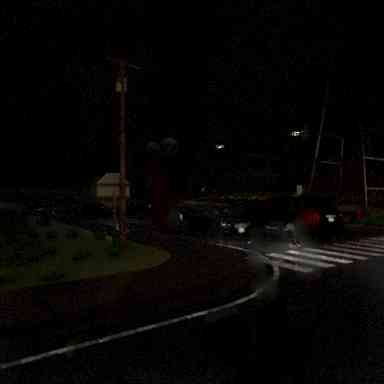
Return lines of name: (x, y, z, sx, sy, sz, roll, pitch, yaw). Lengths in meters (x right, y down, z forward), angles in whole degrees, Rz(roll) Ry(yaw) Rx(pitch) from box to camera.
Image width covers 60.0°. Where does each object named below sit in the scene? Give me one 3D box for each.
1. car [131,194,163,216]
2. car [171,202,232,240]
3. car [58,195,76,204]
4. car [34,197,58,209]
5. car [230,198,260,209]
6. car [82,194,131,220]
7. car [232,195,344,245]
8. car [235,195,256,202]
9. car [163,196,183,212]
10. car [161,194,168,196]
car: (-5.174, 1.345, 32.333, 2.097, 1.767, 4.553, 0, 0, -36)
car: (1.069, 1.487, 17.338, 2.128, 1.511, 4.902, 0, 0, -29)
car: (-25.361, 1.473, 65.813, 4.611, 1.667, 2.242, 0, 0, -36)
car: (-20.790, 1.506, 46.704, 1.837, 1.490, 4.892, 0, 0, -36)
car: (7.060, 1.508, 44.335, 3.905, 1.438, 1.784, 0, 0, -36)
car: (-7.784, 1.217, 29.034, 2.150, 2.045, 5.566, 0, 0, -37)
car: (4.490, 1.217, 15.936, 2.150, 2.045, 5.566, 0, 0, -26)
car: (12.027, 1.478, 75.236, 1.837, 1.490, 4.892, 0, 0, -36)
car: (-2.607, 1.498, 35.762, 4.193, 1.474, 1.816, 0, 0, -36)
car: (-6.383, 1.297, 62.353, 4.605, 1.855, 1.932, 0, 0, -36)
